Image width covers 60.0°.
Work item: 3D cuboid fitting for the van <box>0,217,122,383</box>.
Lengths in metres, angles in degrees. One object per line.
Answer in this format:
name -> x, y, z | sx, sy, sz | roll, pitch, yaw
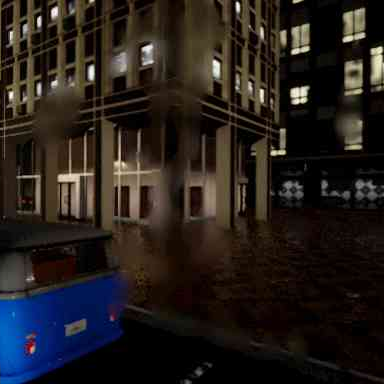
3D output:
van -> -2.836, 1.305, 4.893 | 3.998, 1.788, 1.690 | 1, 0, 35
